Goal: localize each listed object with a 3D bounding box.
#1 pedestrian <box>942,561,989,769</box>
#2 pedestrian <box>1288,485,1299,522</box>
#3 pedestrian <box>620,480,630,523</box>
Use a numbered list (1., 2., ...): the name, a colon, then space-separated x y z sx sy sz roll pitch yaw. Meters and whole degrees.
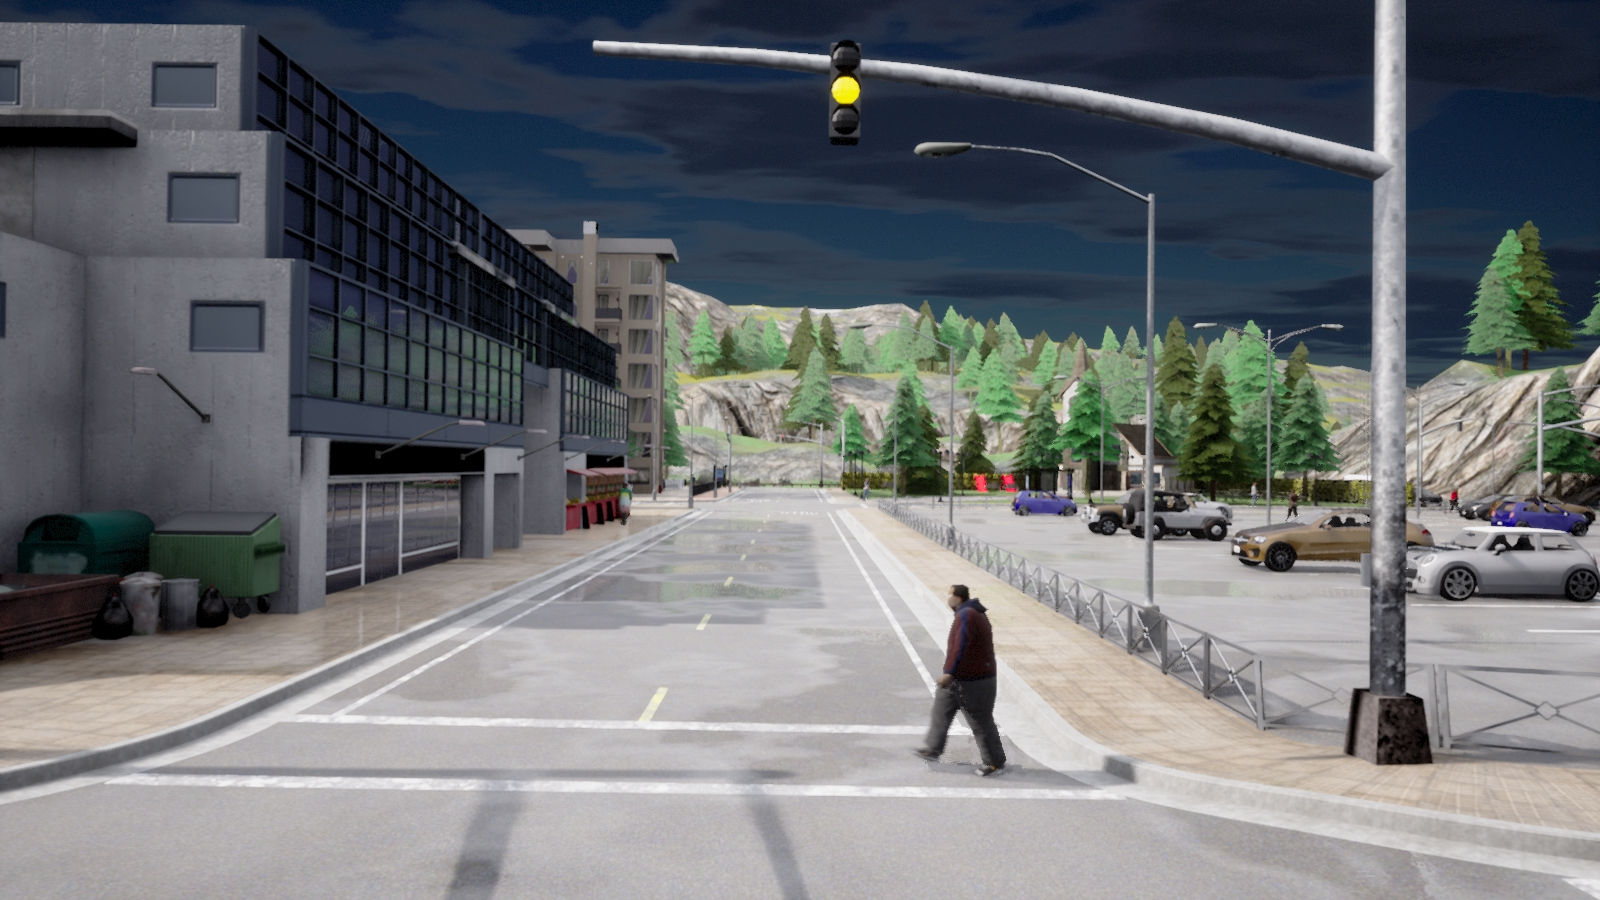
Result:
1. pedestrian: 1.552 1.994 10.700 0.375 1.860 0.375 0 -1 15
2. pedestrian: 24.729 2.690 57.221 0.375 1.860 0.375 1 -1 -7
3. pedestrian: -7.678 2.253 50.137 0.375 1.860 0.375 1 -1 -2
